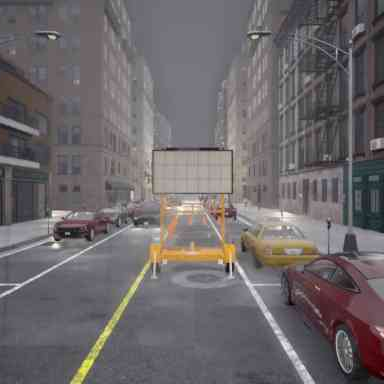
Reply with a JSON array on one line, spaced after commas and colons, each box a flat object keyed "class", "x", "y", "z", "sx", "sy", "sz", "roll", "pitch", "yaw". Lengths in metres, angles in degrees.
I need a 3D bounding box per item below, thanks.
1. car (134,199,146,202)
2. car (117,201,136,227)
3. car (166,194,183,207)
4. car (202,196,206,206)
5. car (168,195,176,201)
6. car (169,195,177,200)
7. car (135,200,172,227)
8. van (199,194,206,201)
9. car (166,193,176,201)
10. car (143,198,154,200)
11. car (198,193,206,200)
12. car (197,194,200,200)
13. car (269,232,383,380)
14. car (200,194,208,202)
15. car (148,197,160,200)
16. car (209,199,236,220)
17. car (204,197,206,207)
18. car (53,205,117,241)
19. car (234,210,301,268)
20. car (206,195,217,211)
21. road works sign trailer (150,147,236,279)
[{"class": "car", "x": -5.331, "y": 1.542, "z": 27.929, "sx": 1.887, "sy": 1.381, "sz": 4.507, "roll": 0, "pitch": 0, "yaw": 0}, {"class": "car", "x": -5.342, "y": 1.549, "z": 22.246, "sx": 2.008, "sy": 1.369, "sz": 4.403, "roll": 0, "pitch": 0, "yaw": 0}, {"class": "car", "x": -2.646, "y": 1.344, "z": 50.774, "sx": 2.097, "sy": 1.767, "sz": 4.553, "roll": 0, "pitch": 0, "yaw": 0}, {"class": "car", "x": 2.729, "y": 1.545, "z": 44.960, "sx": 2.008, "sy": 1.369, "sz": 4.403, "roll": 0, "pitch": 0, "yaw": 0}, {"class": "car", "x": -5.235, "y": 1.548, "z": 88.721, "sx": 1.947, "sy": 1.339, "sz": 4.313, "roll": 0, "pitch": 0, "yaw": 0}, {"class": "car", "x": -5.221, "y": 1.532, "z": 94.224, "sx": 2.008, "sy": 1.369, "sz": 4.403, "roll": 0, "pitch": 0, "yaw": 0}, {"class": "car", "x": -2.804, "y": 1.545, "z": 23.136, "sx": 2.033, "sy": 1.411, "sz": 5.357, "roll": 0, "pitch": 0, "yaw": 0}, {"class": "van", "x": 2.874, "y": 1.324, "z": 88.705, "sx": 1.690, "sy": 1.788, "sz": 3.998, "roll": 0, "pitch": 0, "yaw": 0}, {"class": "car", "x": -5.248, "y": 1.299, "z": 83.217, "sx": 2.192, "sy": 1.841, "sz": 5.009, "roll": 0, "pitch": 0, "yaw": 0}, {"class": "car", "x": -5.319, "y": 1.562, "z": 33.611, "sx": 1.947, "sy": 1.339, "sz": 4.313, "roll": 0, "pitch": 0, "yaw": 0}, {"class": "car", "x": 2.880, "y": 1.296, "z": 94.209, "sx": 2.192, "sy": 1.841, "sz": 5.009, "roll": 0, "pitch": 0, "yaw": 0}, {"class": "car", "x": 2.860, "y": 1.301, "z": 77.698, "sx": 2.192, "sy": 1.841, "sz": 5.009, "roll": 0, "pitch": 0, "yaw": 0}, {"class": "car", "x": 2.648, "y": 1.582, "z": 5.183, "sx": 1.802, "sy": 1.307, "sz": 4.206, "roll": 0, "pitch": 0, "yaw": 0}, {"class": "car", "x": 2.741, "y": 1.308, "z": 50.642, "sx": 2.192, "sy": 1.841, "sz": 5.009, "roll": 0, "pitch": 0, "yaw": 0}, {"class": "car", "x": -5.307, "y": 1.435, "z": 39.293, "sx": 1.967, "sy": 1.590, "sz": 4.097, "roll": 0, "pitch": 0, "yaw": 0}, {"class": "car", "x": 2.694, "y": 1.542, "z": 27.913, "sx": 1.887, "sy": 1.381, "sz": 4.507, "roll": 0, "pitch": 0, "yaw": 0}, {"class": "car", "x": 2.718, "y": 1.540, "z": 39.277, "sx": 1.887, "sy": 1.381, "sz": 4.507, "roll": 0, "pitch": 0, "yaw": 0}, {"class": "car", "x": -5.354, "y": 1.543, "z": 16.564, "sx": 1.887, "sy": 1.381, "sz": 4.507, "roll": 0, "pitch": 0, "yaw": 0}, {"class": "car", "x": 2.660, "y": 1.525, "z": 11.036, "sx": 1.752, "sy": 1.417, "sz": 4.829, "roll": 0, "pitch": 0, "yaw": 0}, {"class": "car", "x": 2.706, "y": 1.436, "z": 33.595, "sx": 1.967, "sy": 1.590, "sz": 4.097, "roll": 0, "pitch": 0, "yaw": 0}, {"class": "road works sign trailer", "x": 0.021, "y": 0.464, "z": 10.058, "sx": 2.380, "sy": 3.560, "sz": 2.880, "roll": 0, "pitch": 0, "yaw": 0}]
